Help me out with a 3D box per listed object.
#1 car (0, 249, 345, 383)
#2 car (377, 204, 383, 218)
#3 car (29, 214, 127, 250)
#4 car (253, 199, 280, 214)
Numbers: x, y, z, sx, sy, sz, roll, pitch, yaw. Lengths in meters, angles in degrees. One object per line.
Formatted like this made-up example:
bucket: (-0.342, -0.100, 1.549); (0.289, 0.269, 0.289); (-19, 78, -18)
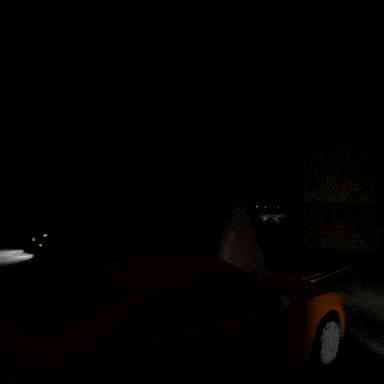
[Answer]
car: (-0.068, 1.510, 4.000); (5.008, 1.535, 1.882); (1, 0, -38)
car: (20.278, 1.959, 35.735); (2.033, 1.411, 5.357); (0, 0, 2)
car: (-4.557, 1.654, 14.076); (4.181, 1.385, 1.994); (1, -1, -41)
car: (9.299, 1.748, 41.606); (2.097, 1.767, 4.553); (0, 0, -7)
